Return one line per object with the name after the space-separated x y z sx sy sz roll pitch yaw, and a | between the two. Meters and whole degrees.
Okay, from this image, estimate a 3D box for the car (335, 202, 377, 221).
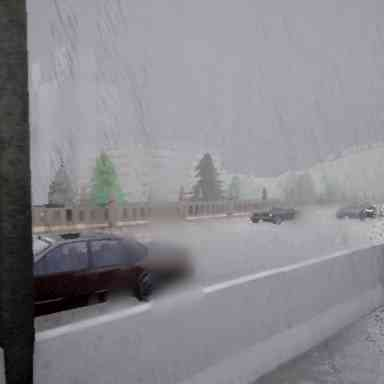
13.292 1.500 26.742 2.033 1.411 5.357 0 0 42 | car

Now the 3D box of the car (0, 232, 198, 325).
-2.425 1.564 6.677 5.357 1.411 2.033 0 0 -37 | car

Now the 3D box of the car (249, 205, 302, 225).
6.119 1.599 24.020 1.895 1.301 4.718 0 0 43 | car
